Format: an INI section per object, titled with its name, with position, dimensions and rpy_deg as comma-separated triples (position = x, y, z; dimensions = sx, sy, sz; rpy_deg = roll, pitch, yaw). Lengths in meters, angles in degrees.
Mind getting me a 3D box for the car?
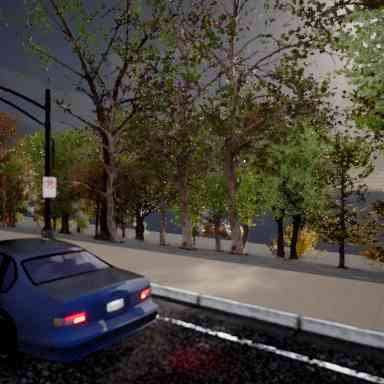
[car]
position = -3.056, 1.547, 5.871
dimensions = 5.357, 1.411, 2.033
rpy_deg = 0, 0, 36
